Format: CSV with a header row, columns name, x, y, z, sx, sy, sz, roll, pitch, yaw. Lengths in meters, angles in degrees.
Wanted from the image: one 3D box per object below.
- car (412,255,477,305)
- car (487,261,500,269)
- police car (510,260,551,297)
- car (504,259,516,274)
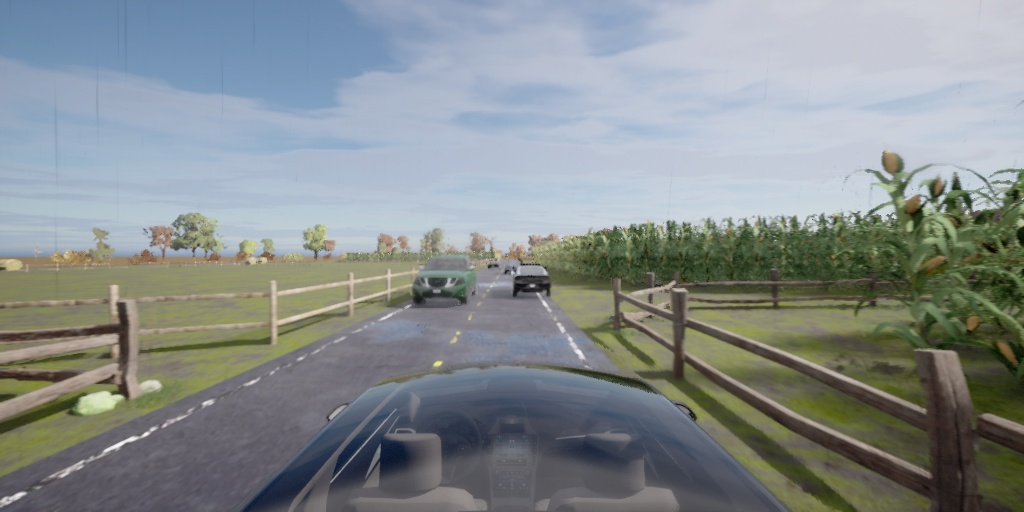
name,x,y,z,sx,sy,sz,roll,pitch,yaw
car,-2.845,0.978,16.348,2.150,2.045,5.566,0,0,0
car,-2.792,1.386,55.499,1.895,1.301,4.718,0,0,1
police car,0.969,1.185,19.289,1.930,1.638,5.238,0,0,0
car,0.061,1.323,42.302,2.033,1.411,5.357,0,0,1
